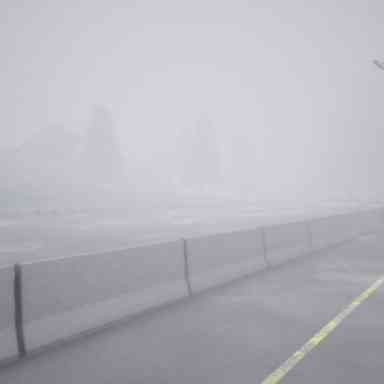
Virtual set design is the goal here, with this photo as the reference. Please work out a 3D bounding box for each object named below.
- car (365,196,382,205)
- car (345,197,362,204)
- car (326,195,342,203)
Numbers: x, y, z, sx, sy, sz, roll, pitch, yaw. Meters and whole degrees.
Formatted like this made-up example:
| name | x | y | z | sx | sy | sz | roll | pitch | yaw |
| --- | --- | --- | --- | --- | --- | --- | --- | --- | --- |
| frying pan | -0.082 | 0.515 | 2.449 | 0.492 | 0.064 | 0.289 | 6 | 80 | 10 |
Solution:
| name | x | y | z | sx | sy | sz | roll | pitch | yaw |
| --- | --- | --- | --- | --- | --- | --- | --- | --- | --- |
| car | 33.061 | 1.519 | 60.424 | 1.812 | 1.442 | 4.674 | 1 | 1 | 41 |
| car | 30.372 | 1.531 | 62.664 | 1.895 | 1.301 | 4.718 | 1 | 1 | 40 |
| car | 27.730 | 1.404 | 64.958 | 2.128 | 1.511 | 4.902 | 1 | 1 | 40 |
